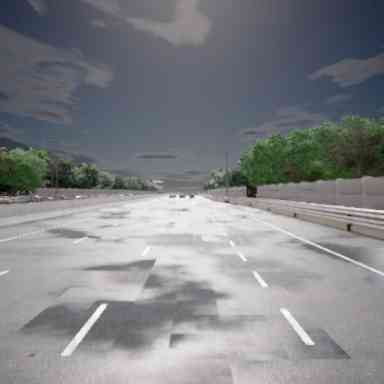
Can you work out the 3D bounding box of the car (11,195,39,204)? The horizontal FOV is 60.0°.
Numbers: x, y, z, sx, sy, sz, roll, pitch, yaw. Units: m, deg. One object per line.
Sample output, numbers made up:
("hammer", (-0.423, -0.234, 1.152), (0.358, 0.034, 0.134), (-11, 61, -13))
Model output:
("car", (-21.006, 1.203, 42.038), (1.837, 1.490, 4.892), (0, 0, 0))
